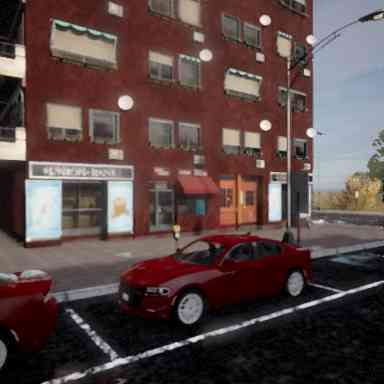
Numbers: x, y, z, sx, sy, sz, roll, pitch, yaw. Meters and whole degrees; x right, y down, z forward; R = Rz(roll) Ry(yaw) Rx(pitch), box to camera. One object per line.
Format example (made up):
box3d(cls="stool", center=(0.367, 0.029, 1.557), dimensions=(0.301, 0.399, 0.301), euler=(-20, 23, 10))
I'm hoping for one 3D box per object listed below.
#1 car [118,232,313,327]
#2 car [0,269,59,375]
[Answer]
box3d(cls="car", center=(0.684, 1.586, 7.057), dimensions=(4.507, 1.381, 1.887), euler=(1, -1, -35))
box3d(cls="car", center=(-3.939, 1.534, 3.761), dimensions=(4.507, 1.381, 1.887), euler=(1, -1, -35))
